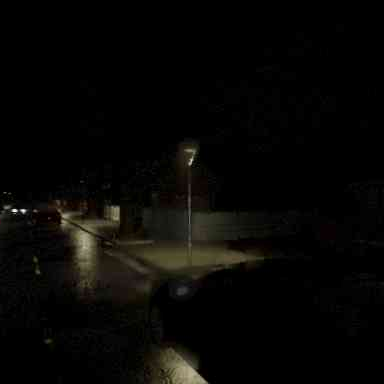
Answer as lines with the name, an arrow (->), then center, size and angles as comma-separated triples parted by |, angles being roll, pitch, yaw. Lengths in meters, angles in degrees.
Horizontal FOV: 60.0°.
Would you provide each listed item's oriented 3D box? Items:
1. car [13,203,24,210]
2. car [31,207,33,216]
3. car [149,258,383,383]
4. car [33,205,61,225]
car -> -33.480, 2.719, 64.258 | 1.895, 1.301, 4.718 | 0, -1, -27
car -> -17.843, 2.224, 39.324 | 1.812, 1.442, 4.674 | 0, -1, -26
car -> 1.013, 1.539, 3.955 | 1.882, 1.535, 5.008 | 0, -1, -27
car -> -12.588, 1.998, 29.023 | 1.882, 1.535, 5.008 | 0, -1, -26
